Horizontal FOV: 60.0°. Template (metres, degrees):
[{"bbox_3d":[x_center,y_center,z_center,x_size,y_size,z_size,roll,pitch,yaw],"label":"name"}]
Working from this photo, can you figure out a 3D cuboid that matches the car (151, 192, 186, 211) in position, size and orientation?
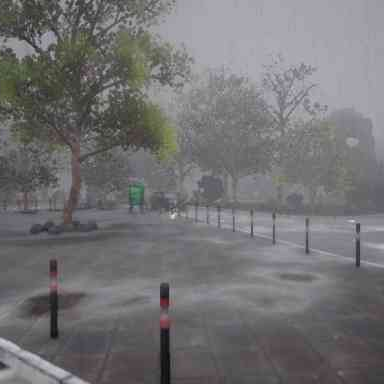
[{"bbox_3d":[-2.702,1.049,37.120,2.150,2.045,5.566,0,0,-31],"label":"car"}]

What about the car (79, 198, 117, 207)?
[{"bbox_3d":[-12.359,1.396,44.069,4.718,1.301,1.895,-1,0,-7],"label":"car"}]
